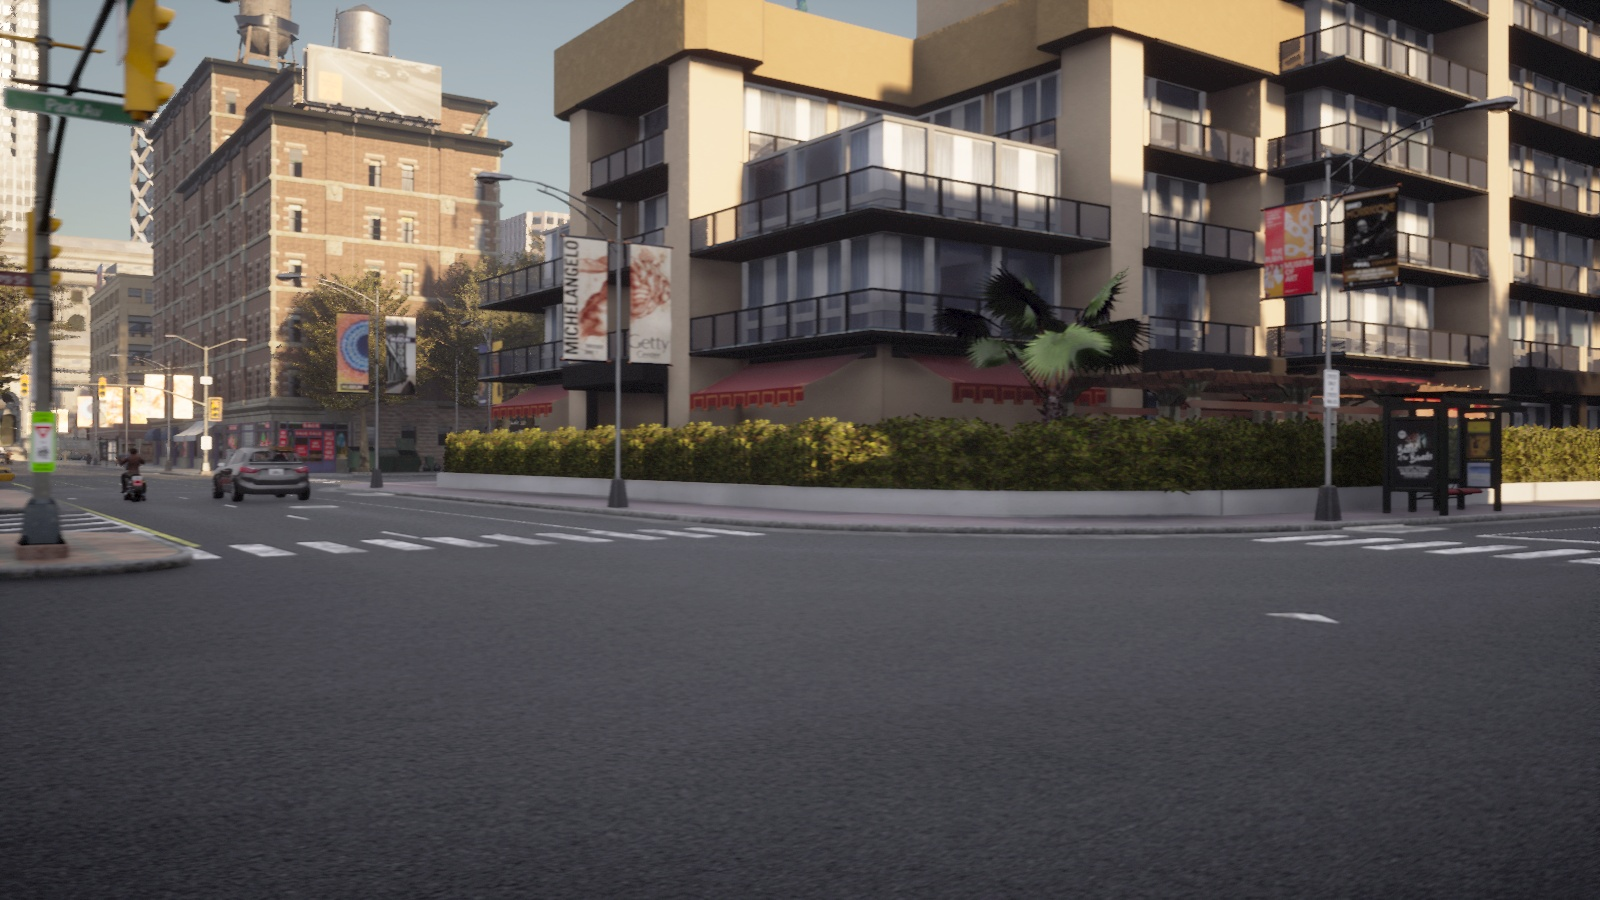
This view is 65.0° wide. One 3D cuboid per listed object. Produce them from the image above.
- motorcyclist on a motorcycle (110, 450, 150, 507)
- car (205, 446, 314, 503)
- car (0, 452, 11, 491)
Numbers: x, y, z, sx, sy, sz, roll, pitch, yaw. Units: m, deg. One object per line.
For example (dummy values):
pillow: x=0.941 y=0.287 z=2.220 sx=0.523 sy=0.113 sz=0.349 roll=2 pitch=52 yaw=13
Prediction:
motorcyclist on a motorcycle: x=-20.118 y=0.830 z=37.676 sx=0.766 sy=1.649 sz=2.350 roll=0 pitch=0 yaw=-35
car: x=-16.955 y=0.721 z=39.263 sx=2.242 sy=1.667 sz=4.611 roll=0 pitch=0 yaw=-35
car: x=-34.842 y=0.881 z=50.329 sx=5.366 sy=1.575 sz=1.801 roll=0 pitch=0 yaw=-36
